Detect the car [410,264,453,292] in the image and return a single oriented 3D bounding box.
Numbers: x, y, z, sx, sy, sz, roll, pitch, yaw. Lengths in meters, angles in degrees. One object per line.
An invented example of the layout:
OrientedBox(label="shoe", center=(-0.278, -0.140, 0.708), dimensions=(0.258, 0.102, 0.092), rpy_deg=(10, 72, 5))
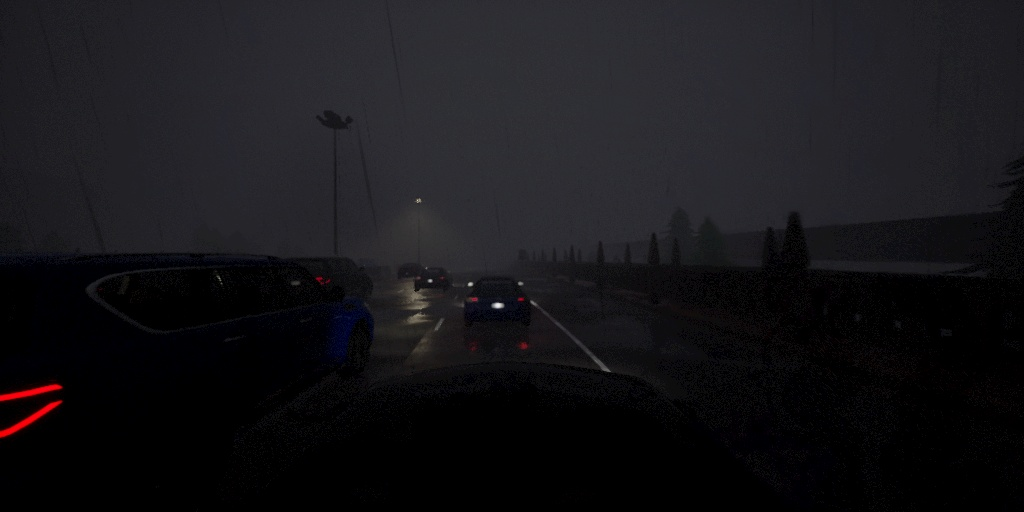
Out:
OrientedBox(label="car", center=(-4.846, 1.402, 22.521), dimensions=(1.994, 1.385, 4.181), rpy_deg=(0, 0, -5))

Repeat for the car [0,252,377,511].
OrientedBox(label="car", center=(-3.558, 0.995, 4.259), dimensions=(2.150, 2.045, 5.566), rpy_deg=(0, 0, -1))

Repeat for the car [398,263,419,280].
OrientedBox(label="car", center=(-9.290, 1.377, 33.530), dimensions=(1.882, 1.535, 5.008), rpy_deg=(0, 0, -5))

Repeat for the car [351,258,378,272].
OrientedBox(label="car", center=(-21.645, 1.306, 52.852), dimensions=(2.150, 2.045, 5.566), rpy_deg=(0, -1, -4))

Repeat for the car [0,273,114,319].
OrientedBox(label="car", center=(-18.272, 1.426, 12.988), dimensions=(2.033, 1.411, 5.357), rpy_deg=(0, 0, -5))

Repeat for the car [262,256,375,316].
OrientedBox(label="car", center=(-7.739, 1.051, 15.161), dimensions=(2.150, 2.045, 5.566), rpy_deg=(0, 0, -5))

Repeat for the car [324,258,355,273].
OrientedBox(label="car", center=(-25.127, 1.323, 52.520), dimensions=(2.150, 2.045, 5.566), rpy_deg=(0, -1, -4))

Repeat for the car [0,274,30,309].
OrientedBox(label="car", center=(-21.821, 1.464, 13.438), dimensions=(1.994, 1.385, 4.181), rpy_deg=(0, 0, -5))

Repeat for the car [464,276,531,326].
OrientedBox(label="car", center=(-0.513, 1.343, 11.888), dimensions=(1.994, 1.385, 4.181), rpy_deg=(0, 0, -4))
